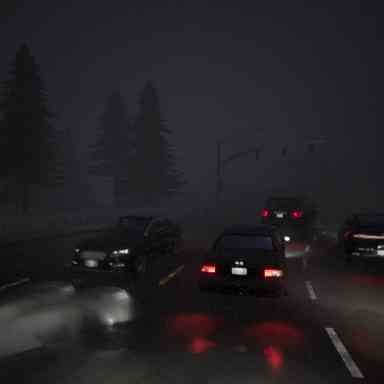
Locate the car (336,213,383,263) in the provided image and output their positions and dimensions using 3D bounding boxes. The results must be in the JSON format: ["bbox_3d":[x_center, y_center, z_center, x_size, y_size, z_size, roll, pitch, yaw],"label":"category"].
[{"bbox_3d":[6.201,1.492,11.589,2.128,1.511,4.902,0,0,20],"label":"car"}]

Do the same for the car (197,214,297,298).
[{"bbox_3d":[1.532,1.547,8.734,2.033,1.411,5.357,0,0,15],"label":"car"}]

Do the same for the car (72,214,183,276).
[{"bbox_3d":[-1.760,1.491,10.522,2.128,1.511,4.902,0,0,17],"label":"car"}]

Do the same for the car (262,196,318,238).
[{"bbox_3d":[5.458,1.221,18.188,2.150,2.045,5.566,0,0,28],"label":"car"}]
